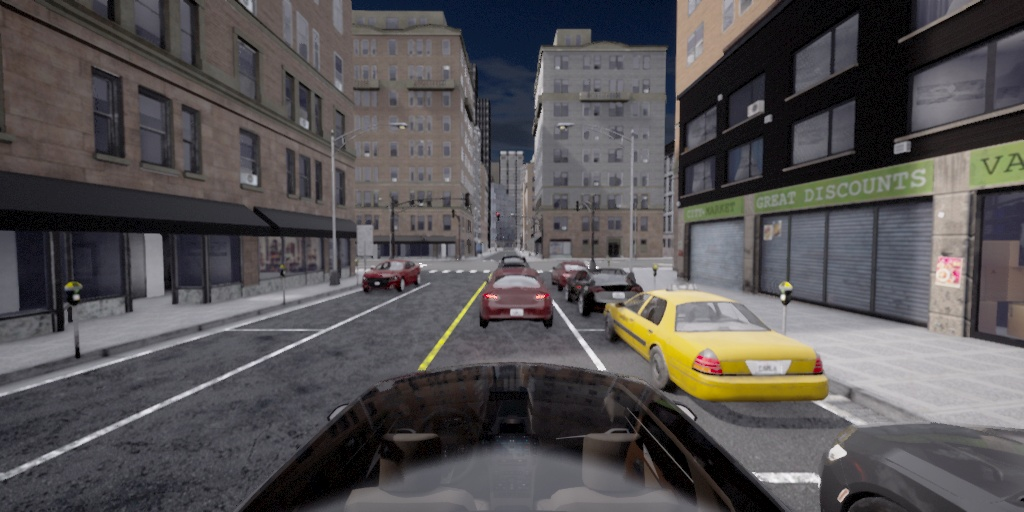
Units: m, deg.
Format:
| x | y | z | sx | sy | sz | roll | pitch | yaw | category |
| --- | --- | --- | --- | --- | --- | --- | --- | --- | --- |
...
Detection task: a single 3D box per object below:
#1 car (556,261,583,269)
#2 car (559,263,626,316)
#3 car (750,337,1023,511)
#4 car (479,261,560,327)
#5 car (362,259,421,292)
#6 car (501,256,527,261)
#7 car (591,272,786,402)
| x | y | z | sx | sy | sz | roll | pitch | yaw | category |
| --- | --- | --- | --- | --- | --- | --- | --- | --- | --- |
| 2.881 | 0.891 | 17.339 | 1.802 | 1.307 | 4.207 | 0 | 0 | 0 | car |
| 2.879 | 1.032 | 11.756 | 1.948 | 1.339 | 4.313 | 0 | 0 | 0 | car |
| 2.873 | 1.332 | 0.588 | 2.007 | 1.370 | 4.403 | 0 | 0 | 0 | car |
| 0.097 | 1.034 | 10.299 | 1.812 | 1.442 | 4.674 | 0 | 1 | 0 | car |
| -5.664 | 0.854 | 17.340 | 1.888 | 1.381 | 4.507 | 0 | 0 | 0 | car |
| 0.106 | 0.722 | 20.573 | 1.837 | 1.490 | 4.892 | 0 | 2 | 0 | car |
| 2.876 | 1.150 | 6.342 | 1.751 | 1.417 | 4.829 | 0 | 0 | 0 | car |
